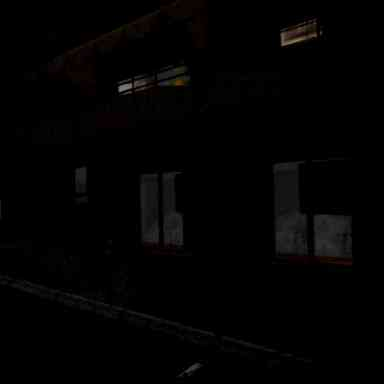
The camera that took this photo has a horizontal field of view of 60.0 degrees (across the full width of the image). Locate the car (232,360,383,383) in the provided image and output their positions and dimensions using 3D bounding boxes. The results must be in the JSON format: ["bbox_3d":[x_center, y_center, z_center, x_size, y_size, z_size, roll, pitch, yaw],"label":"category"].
[{"bbox_3d":[1.979,1.571,1.479,4.206,1.307,1.802,-1,-2,36],"label":"car"}]
